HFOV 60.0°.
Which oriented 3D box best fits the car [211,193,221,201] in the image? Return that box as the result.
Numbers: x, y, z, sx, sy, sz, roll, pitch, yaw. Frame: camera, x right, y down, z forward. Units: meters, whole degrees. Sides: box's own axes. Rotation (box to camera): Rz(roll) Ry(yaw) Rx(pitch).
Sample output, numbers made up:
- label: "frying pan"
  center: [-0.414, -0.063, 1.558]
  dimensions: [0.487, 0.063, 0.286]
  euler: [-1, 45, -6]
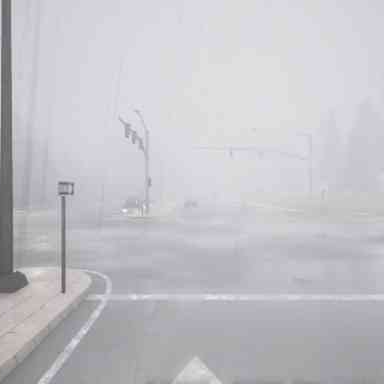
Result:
- label: "car"
  center: [6.227, 1.225, 85.894]
  dimensions: [2.150, 2.045, 5.566]
  euler: [0, 0, -1]

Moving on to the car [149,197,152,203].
- label: "car"
  center: [-8.391, 1.505, 55.763]
  dimensions: [1.837, 1.490, 4.892]
  euler: [0, 0, -1]

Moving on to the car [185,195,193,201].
- label: "car"
  center: [-0.772, 1.500, 85.824]
  dimensions: [1.837, 1.490, 4.892]
  euler: [0, 0, -1]

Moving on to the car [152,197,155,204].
- label: "car"
  center: [-8.491, 1.601, 65.707]
  dimensions: [1.895, 1.301, 4.718]
  euler: [0, 0, 0]

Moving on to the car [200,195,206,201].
- label: "car"
  center: [2.727, 1.524, 85.886]
  dimensions: [1.812, 1.442, 4.674]
  euler: [0, 0, -1]

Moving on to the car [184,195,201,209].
- label: "car"
  center: [-0.135, 1.525, 44.781]
  dimensions: [1.812, 1.442, 4.674]
  euler: [0, 0, -1]

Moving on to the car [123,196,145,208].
- label: "car"
  center: [-8.263, 1.352, 46.729]
  dimensions: [2.097, 1.767, 4.553]
  euler: [0, 0, -1]
